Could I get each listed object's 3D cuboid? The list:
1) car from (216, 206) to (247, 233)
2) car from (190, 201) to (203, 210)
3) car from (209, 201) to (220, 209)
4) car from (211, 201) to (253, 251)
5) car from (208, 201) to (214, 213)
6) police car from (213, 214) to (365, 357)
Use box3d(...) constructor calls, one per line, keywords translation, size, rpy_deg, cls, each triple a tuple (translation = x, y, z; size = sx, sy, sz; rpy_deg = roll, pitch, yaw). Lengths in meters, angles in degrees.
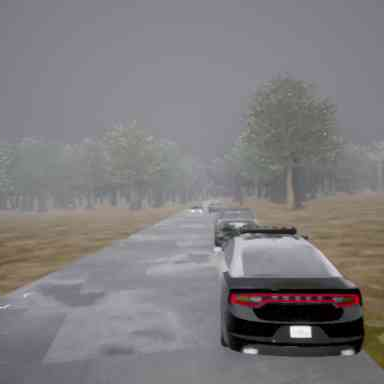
box3d(translation=(2.537, 1.744, 22.377), size=(1.837, 1.490, 4.892), rpy_deg=(-1, -1, 4), cls="car")
box3d(translation=(0.833, 2.259, 54.781), size=(1.994, 1.385, 4.181), rpy_deg=(-1, -1, 4), cls="car")
box3d(translation=(4.208, 2.329, 61.055), size=(1.895, 1.301, 4.718), rpy_deg=(-1, -1, 4), cls="car")
box3d(translation=(2.126, 1.519, 16.364), size=(2.097, 1.767, 4.553), rpy_deg=(-1, -1, 4), cls="car")
box3d(translation=(3.147, 2.015, 44.708), size=(2.128, 1.511, 4.902), rpy_deg=(-1, -1, 5), cls="car")
box3d(translation=(1.459, 1.482, 6.524), size=(1.930, 1.638, 5.238), rpy_deg=(-1, -1, 4), cls="police car")
